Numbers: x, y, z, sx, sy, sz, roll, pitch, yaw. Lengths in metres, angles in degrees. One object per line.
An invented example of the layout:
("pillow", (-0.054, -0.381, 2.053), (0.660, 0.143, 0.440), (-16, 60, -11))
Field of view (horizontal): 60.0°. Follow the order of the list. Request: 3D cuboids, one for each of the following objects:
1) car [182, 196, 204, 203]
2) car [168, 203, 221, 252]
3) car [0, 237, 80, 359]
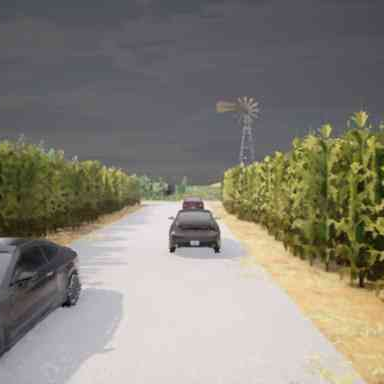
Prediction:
("car", (0.097, 1.094, 30.151), (1.882, 1.535, 5.008), (0, 1, 0))
("car", (0.096, 1.414, 13.400), (1.837, 1.490, 4.892), (0, 0, 0))
("car", (-3.186, 1.509, 5.176), (1.812, 1.442, 4.674), (0, 0, 0))
